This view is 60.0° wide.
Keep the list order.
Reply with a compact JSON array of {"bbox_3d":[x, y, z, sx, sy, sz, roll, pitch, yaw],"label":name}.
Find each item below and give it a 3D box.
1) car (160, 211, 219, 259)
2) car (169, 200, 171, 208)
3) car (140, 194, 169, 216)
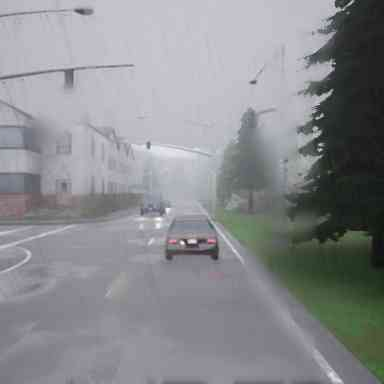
[{"bbox_3d":[-0.013,1.563,12.693,2.033,1.411,5.357,0,0,0],"label":"car"},{"bbox_3d":[-4.014,1.622,47.740,1.994,1.385,4.181,0,0,0],"label":"car"},{"bbox_3d":[-3.913,1.265,33.959,2.150,2.045,5.566,0,0,0],"label":"car"}]
